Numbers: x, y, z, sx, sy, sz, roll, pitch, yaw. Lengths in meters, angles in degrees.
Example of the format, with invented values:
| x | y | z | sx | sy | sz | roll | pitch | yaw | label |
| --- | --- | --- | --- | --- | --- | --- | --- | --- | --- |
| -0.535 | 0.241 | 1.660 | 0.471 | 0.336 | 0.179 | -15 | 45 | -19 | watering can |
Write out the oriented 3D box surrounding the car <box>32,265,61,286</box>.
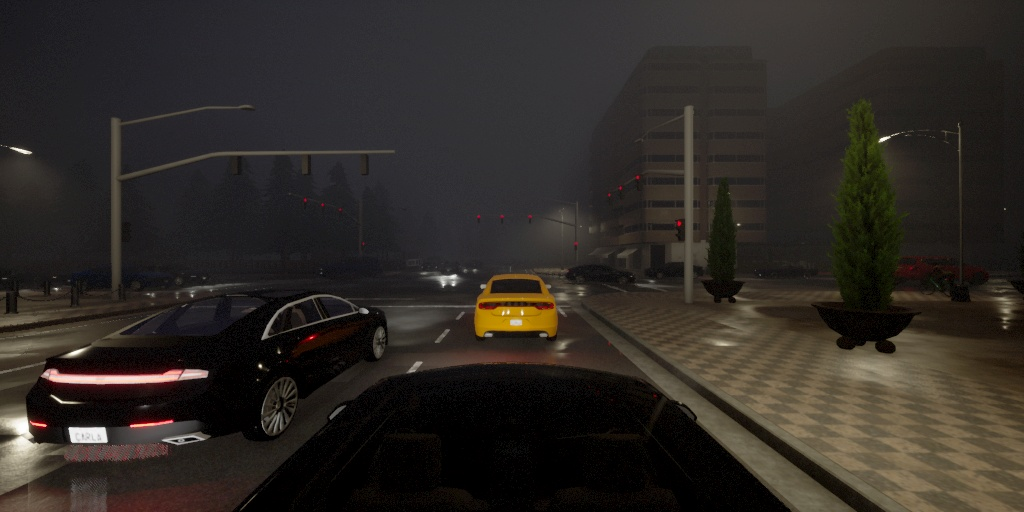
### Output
| x | y | z | sx | sy | sz | roll | pitch | yaw | label |
| --- | --- | --- | --- | --- | --- | --- | --- | --- | --- |
| -33.765 | 1.353 | 25.168 | 5.357 | 1.411 | 2.033 | 0 | 0 | 0 | car |

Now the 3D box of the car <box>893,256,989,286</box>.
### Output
| x | y | z | sx | sy | sz | roll | pitch | yaw | label |
| --- | --- | --- | --- | --- | --- | --- | --- | --- | --- |
| 29.938 | 1.029 | 25.357 | 5.566 | 2.045 | 2.150 | 0 | 0 | -1 | car |

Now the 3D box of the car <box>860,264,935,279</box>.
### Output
| x | y | z | sx | sy | sz | roll | pitch | yaw | label |
| --- | --- | --- | --- | --- | --- | --- | --- | --- | --- |
| 34.915 | 1.406 | 32.560 | 4.718 | 1.301 | 1.895 | 0 | 0 | 0 | car |

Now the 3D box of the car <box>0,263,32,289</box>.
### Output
| x | y | z | sx | sy | sz | roll | pitch | yaw | label |
| --- | --- | --- | --- | --- | --- | --- | --- | --- | --- |
| -33.373 | 1.027 | 21.671 | 5.566 | 2.045 | 2.150 | 0 | 0 | 0 | car |

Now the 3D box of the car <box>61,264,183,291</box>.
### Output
| x | y | z | sx | sy | sz | roll | pitch | yaw | label |
| --- | --- | --- | --- | --- | --- | --- | --- | --- | --- |
| -23.438 | 1.283 | 21.699 | 5.008 | 1.535 | 1.882 | 0 | 0 | 0 | car |

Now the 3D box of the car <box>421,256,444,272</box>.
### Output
| x | y | z | sx | sy | sz | roll | pitch | yaw | label |
| --- | --- | --- | --- | --- | --- | --- | --- | --- | --- |
| -10.240 | 0.971 | 47.498 | 2.150 | 2.045 | 5.566 | 0 | 0 | 3 | car |

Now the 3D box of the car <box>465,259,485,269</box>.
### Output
| x | y | z | sx | sy | sz | roll | pitch | yaw | label |
| --- | --- | --- | --- | --- | --- | --- | --- | --- | --- |
| -5.901 | 1.227 | 55.999 | 1.882 | 1.535 | 5.008 | 0 | 0 | 12 | car |

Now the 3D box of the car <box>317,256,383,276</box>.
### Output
| x | y | z | sx | sy | sz | roll | pitch | yaw | label |
| --- | --- | --- | --- | --- | --- | --- | --- | --- | --- |
| -14.792 | 1.031 | 32.969 | 5.566 | 2.045 | 2.150 | 0 | 1 | -34 | car |

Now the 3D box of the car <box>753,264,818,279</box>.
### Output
| x | y | z | sx | sy | sz | roll | pitch | yaw | label |
| --- | --- | --- | --- | --- | --- | --- | --- | --- | --- |
| 24.715 | 1.406 | 32.539 | 4.718 | 1.301 | 1.895 | 0 | 0 | 0 | car |

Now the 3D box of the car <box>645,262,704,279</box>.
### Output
| x | y | z | sx | sy | sz | roll | pitch | yaw | label |
| --- | --- | --- | --- | --- | --- | --- | --- | --- | --- |
| 14.639 | 1.283 | 32.510 | 5.008 | 1.535 | 1.882 | 0 | 0 | 0 | car |

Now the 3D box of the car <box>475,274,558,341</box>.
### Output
| x | y | z | sx | sy | sz | roll | pitch | yaw | label |
| --- | --- | --- | --- | --- | --- | --- | --- | --- | --- |
| 0.104 | 1.228 | 9.922 | 1.882 | 1.535 | 5.008 | 0 | 0 | 0 | car |

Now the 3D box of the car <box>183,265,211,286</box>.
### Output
| x | y | z | sx | sy | sz | roll | pitch | yaw | label |
| --- | --- | --- | --- | --- | --- | --- | --- | --- | --- |
| -24.023 | 1.310 | 25.209 | 4.892 | 1.490 | 1.837 | 0 | 0 | 1 | car |

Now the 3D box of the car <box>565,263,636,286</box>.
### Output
| x | y | z | sx | sy | sz | roll | pitch | yaw | label |
| --- | --- | --- | --- | --- | --- | --- | --- | --- | --- |
| 6.296 | 1.288 | 25.703 | 4.892 | 1.490 | 1.837 | 1 | 1 | 10 | car |

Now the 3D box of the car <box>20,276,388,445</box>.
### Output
| x | y | z | sx | sy | sz | roll | pitch | yaw | label |
| --- | --- | --- | --- | --- | --- | --- | --- | --- | --- |
| -3.424 | 1.242 | 5.339 | 2.128 | 1.511 | 4.902 | 0 | 0 | 0 | car |

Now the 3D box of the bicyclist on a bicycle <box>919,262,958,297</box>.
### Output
| x | y | z | sx | sy | sz | roll | pitch | yaw | label |
| --- | --- | --- | --- | --- | --- | --- | --- | --- | --- |
| 20.283 | 1.106 | 17.043 | 0.582 | 1.620 | 1.656 | 0 | 0 | 0 | bicyclist on a bicycle |

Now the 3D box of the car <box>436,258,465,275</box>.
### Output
| x | y | z | sx | sy | sz | roll | pitch | yaw | label |
| --- | --- | --- | --- | --- | --- | --- | --- | --- | --- |
| -6.771 | 1.241 | 39.876 | 2.128 | 1.511 | 4.902 | 0 | 0 | -3 | car |
